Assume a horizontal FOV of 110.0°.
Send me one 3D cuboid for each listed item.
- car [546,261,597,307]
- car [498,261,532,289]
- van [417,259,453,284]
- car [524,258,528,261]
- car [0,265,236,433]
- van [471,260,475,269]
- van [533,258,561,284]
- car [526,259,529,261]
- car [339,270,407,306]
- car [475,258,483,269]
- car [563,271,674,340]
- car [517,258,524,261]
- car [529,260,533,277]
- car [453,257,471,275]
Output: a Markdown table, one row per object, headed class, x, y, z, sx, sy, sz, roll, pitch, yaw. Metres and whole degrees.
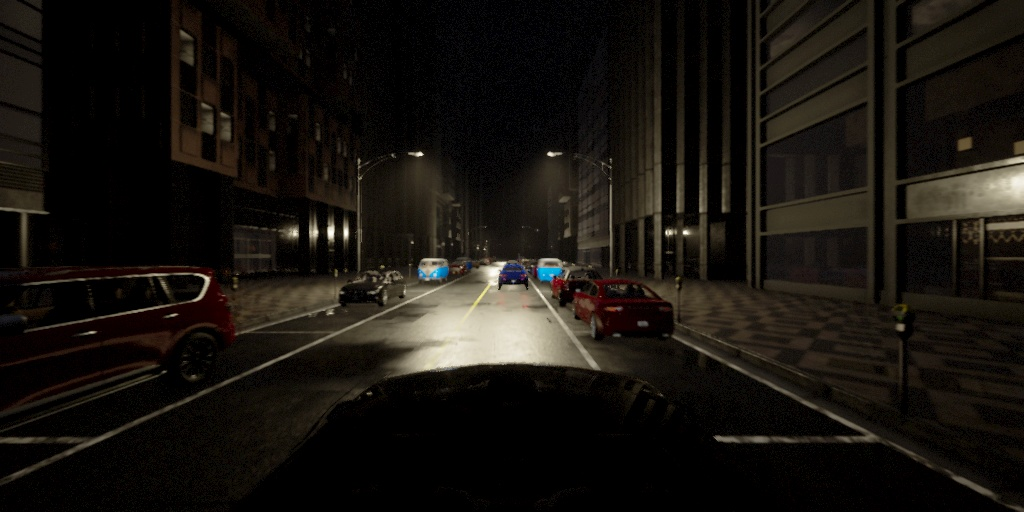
| class | x | y | z | sx | sy | sz | roll | pitch | yaw |
| --- | --- | --- | --- | --- | --- | --- | --- | --- | --- |
| car | 2.749 | 1.179 | 15.394 | 1.967 | 1.591 | 4.097 | 0 | 0 | 0 |
| car | 0.079 | 1.259 | 22.758 | 1.812 | 1.442 | 4.674 | 0 | 0 | 0 |
| van | -5.787 | 1.072 | 26.595 | 1.690 | 1.789 | 3.998 | 0 | 0 | 0 |
| car | 2.721 | 1.244 | 43.610 | 1.751 | 1.417 | 4.829 | 0 | 0 | 0 |
| car | -5.764 | 1.063 | 4.157 | 2.192 | 1.841 | 5.009 | 0 | 0 | 0 |
| van | -5.804 | 1.060 | 43.424 | 1.690 | 1.789 | 3.998 | 0 | 0 | 0 |
| van | 2.738 | 1.072 | 26.612 | 1.690 | 1.789 | 3.998 | 0 | 0 | 0 |
| car | 2.727 | 1.289 | 37.831 | 1.948 | 1.339 | 4.313 | 0 | 0 | 0 |
| car | -5.776 | 1.290 | 15.376 | 2.007 | 1.370 | 4.403 | 0 | 0 | 0 |
| car | -5.815 | 1.242 | 54.471 | 1.751 | 1.417 | 4.829 | 0 | 0 | 0 |
| car | 2.755 | 1.288 | 9.785 | 1.888 | 1.381 | 4.507 | 0 | 0 | 0 |
| car | 0.050 | 1.247 | 39.749 | 1.812 | 1.442 | 4.674 | 0 | 0 | 0 |
| car | 2.732 | 1.272 | 32.221 | 1.888 | 1.381 | 4.507 | 0 | 0 | 0 |
| car | -5.799 | 1.163 | 37.814 | 1.967 | 1.591 | 4.097 | 0 | 0 | 0 |
